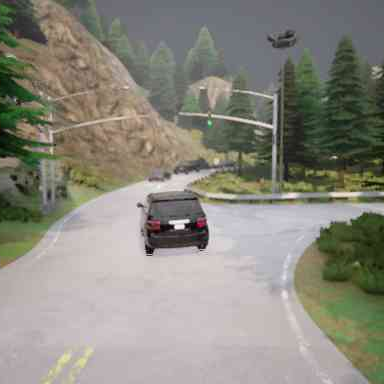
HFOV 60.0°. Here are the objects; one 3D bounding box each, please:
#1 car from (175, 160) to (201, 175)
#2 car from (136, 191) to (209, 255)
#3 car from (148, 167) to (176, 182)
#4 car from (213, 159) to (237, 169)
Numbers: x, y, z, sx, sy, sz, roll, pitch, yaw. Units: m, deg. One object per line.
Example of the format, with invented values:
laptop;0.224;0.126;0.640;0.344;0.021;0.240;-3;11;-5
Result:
car;-0.678;-3.807;50.904;2.150;2.045;5.566;3;9;31
car;-0.897;0.985;13.013;2.150;2.045;5.566;-3;5;-11
car;-3.987;-2.069;42.055;1.994;1.385;4.181;1;9;14
car;5.752;-5.017;58.615;4.553;1.767;2.097;-10;10;-41
